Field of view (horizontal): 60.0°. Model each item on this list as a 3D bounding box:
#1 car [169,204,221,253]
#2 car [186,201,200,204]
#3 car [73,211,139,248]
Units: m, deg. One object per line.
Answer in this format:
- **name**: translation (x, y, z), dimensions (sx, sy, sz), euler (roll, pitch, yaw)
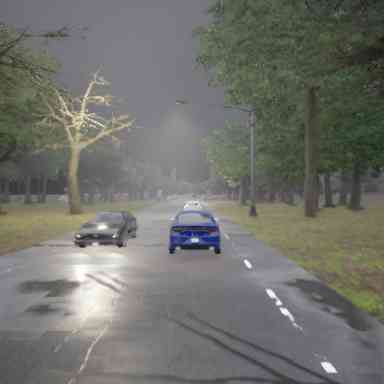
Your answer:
- **car**: translation (0.101, 1.490, 13.805), dimensions (1.882, 1.535, 5.008), euler (0, 0, 0)
- **car**: translation (0.105, 1.578, 31.981), dimensions (1.812, 1.442, 4.674), euler (0, 0, 0)
- **car**: translation (-3.596, 1.561, 15.063), dimensions (2.033, 1.411, 5.357), euler (0, 0, 0)
